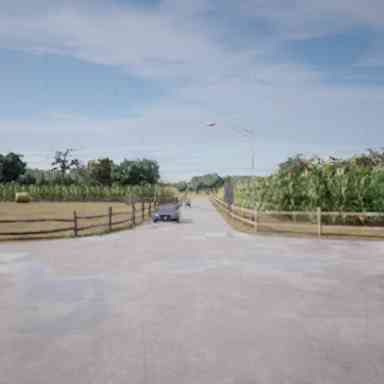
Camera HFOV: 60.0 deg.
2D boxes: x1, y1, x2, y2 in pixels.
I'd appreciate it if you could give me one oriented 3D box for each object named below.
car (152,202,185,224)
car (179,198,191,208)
[{"bbox_3d":[-1.883,1.710,26.189,1.994,1.385,4.181,0,0,2],"label":"car"},{"bbox_3d":[-1.105,1.684,51.804,2.128,1.511,4.902,0,0,2],"label":"car"}]
